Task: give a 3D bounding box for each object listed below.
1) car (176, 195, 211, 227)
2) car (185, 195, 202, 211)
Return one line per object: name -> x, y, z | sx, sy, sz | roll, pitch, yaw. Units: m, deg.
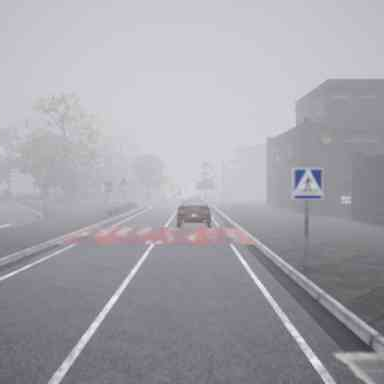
car -> 0.108, 1.236, 19.651 | 1.882, 1.535, 5.008 | 0, -4, 0
car -> 0.240, 1.158, 37.549 | 1.801, 1.575, 5.366 | 0, 1, 2
